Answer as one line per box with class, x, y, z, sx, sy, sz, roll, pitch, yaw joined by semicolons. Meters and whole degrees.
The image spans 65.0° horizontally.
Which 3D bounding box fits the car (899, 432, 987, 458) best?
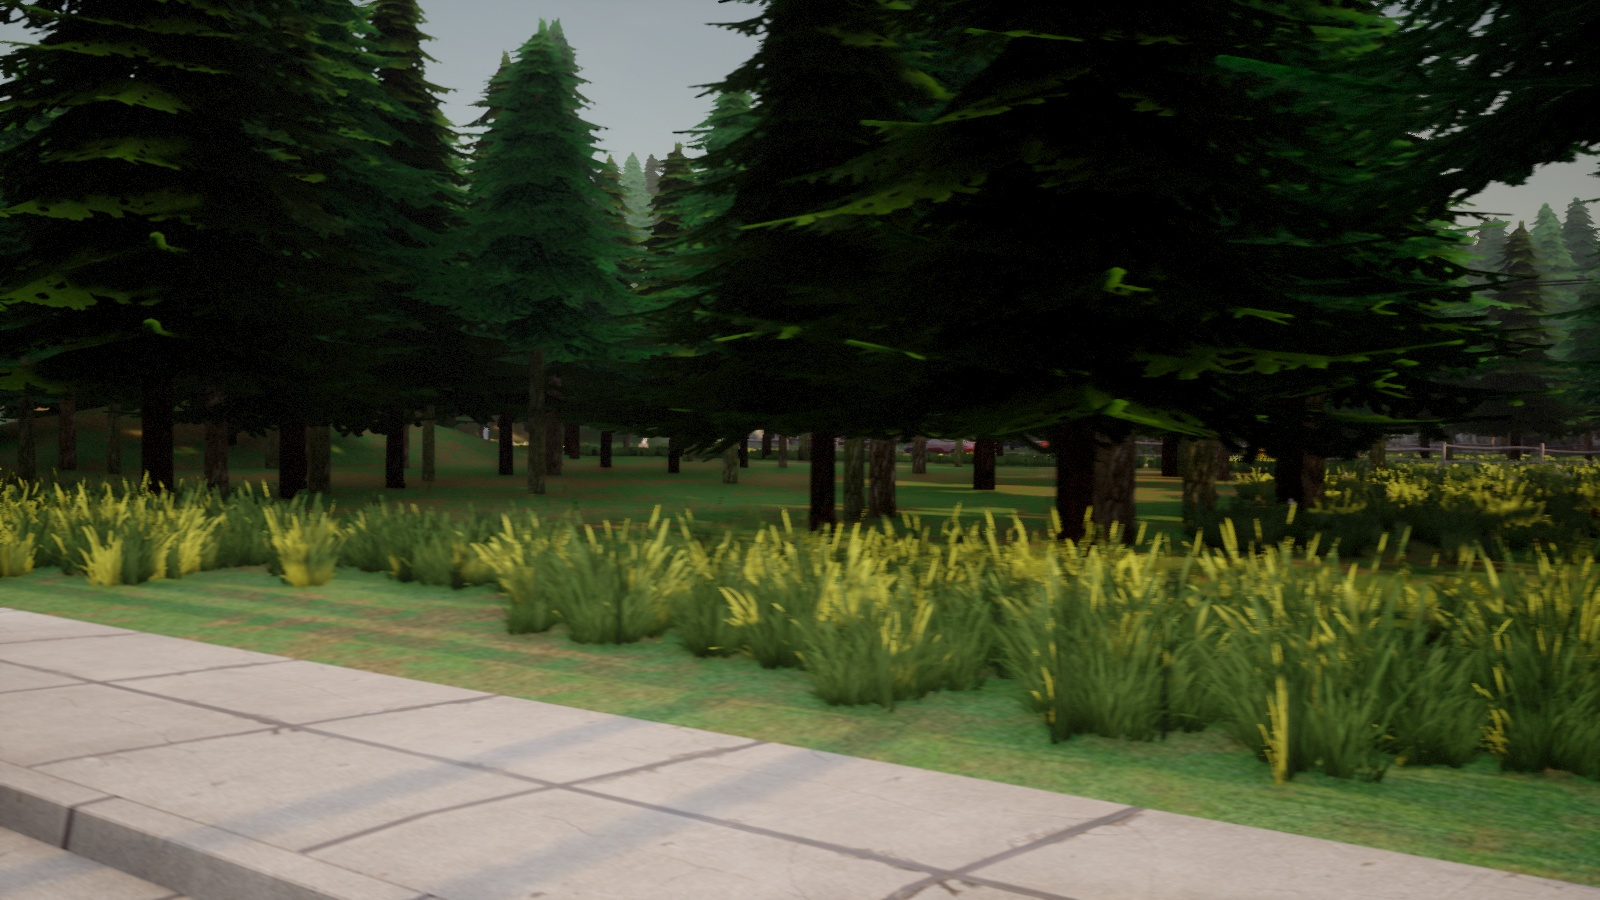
car;8.082;-0.286;71.111;4.674;1.442;1.812;0;1;36
